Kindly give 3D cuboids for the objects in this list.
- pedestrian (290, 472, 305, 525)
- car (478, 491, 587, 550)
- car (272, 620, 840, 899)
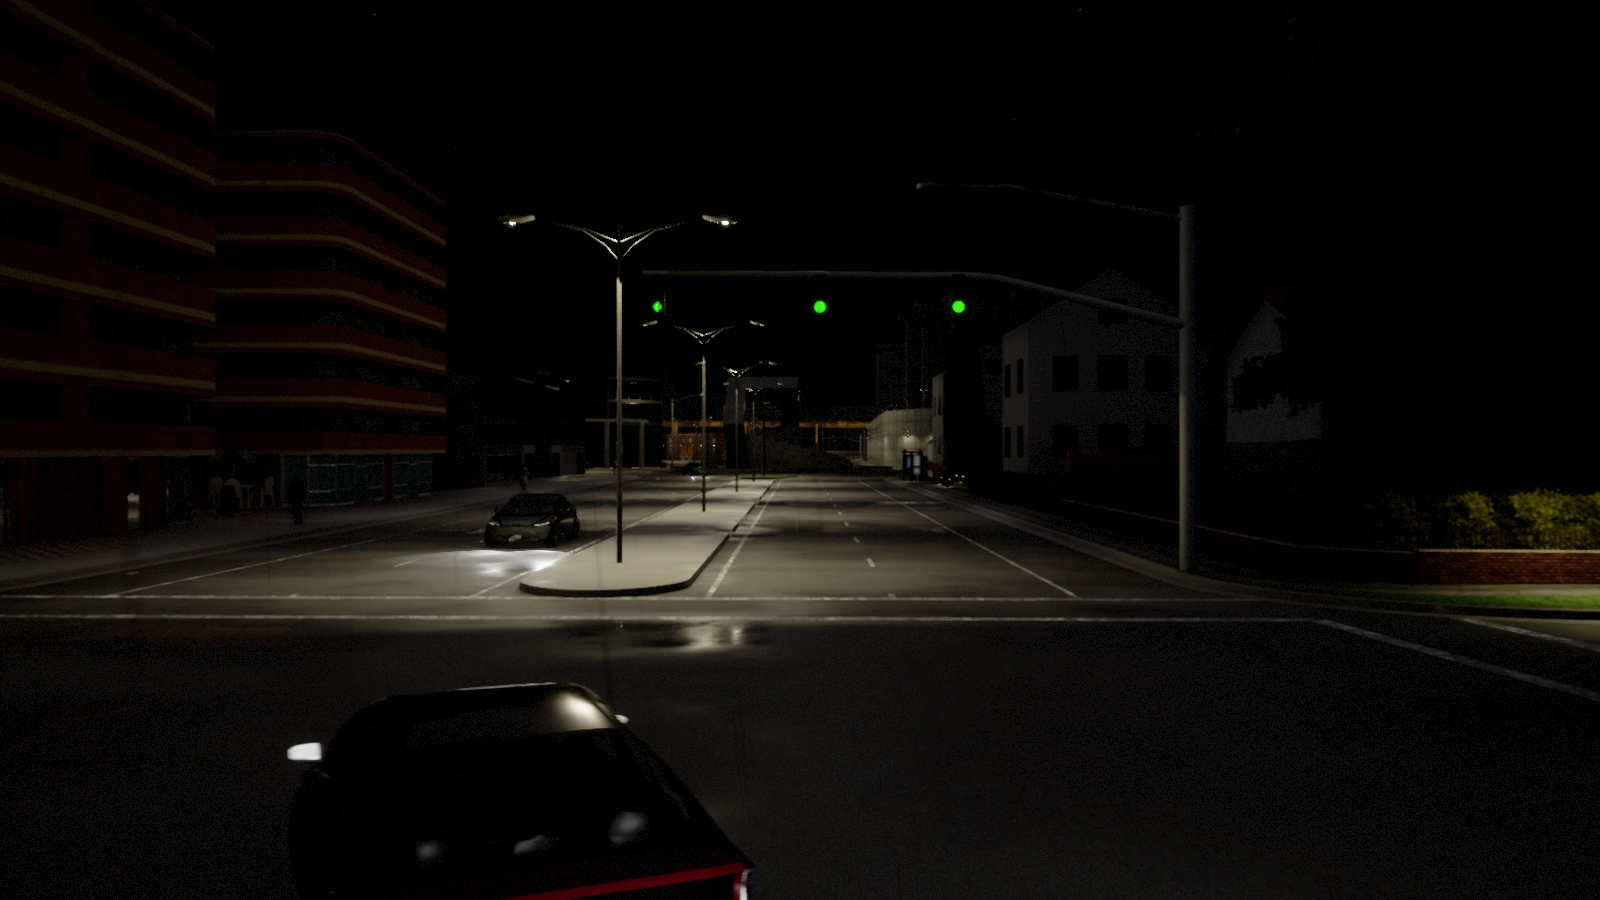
[{"bbox_3d":[-17.734,1.697,40.320,0.375,1.860,0.375,0,0,-5],"label":"pedestrian"},{"bbox_3d":[-7.960,2.064,34.491,2.163,1.488,4.792,0,0,0],"label":"car"},{"bbox_3d":[-1.661,2.040,6.119,2.007,1.525,4.514,0,0,-23],"label":"car"}]
